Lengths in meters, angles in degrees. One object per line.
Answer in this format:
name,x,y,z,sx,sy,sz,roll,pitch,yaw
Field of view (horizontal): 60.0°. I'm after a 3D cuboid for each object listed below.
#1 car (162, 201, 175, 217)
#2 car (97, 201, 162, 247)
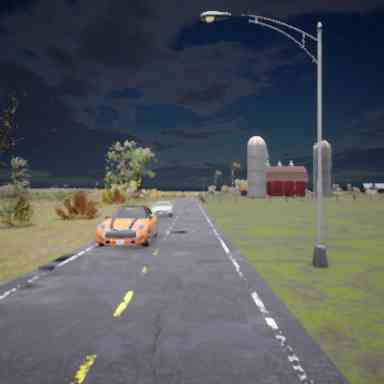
car,-2.768,1.637,32.473,1.812,1.442,4.674,0,0,0
car,-2.803,1.400,15.328,2.097,1.767,4.553,0,0,1
